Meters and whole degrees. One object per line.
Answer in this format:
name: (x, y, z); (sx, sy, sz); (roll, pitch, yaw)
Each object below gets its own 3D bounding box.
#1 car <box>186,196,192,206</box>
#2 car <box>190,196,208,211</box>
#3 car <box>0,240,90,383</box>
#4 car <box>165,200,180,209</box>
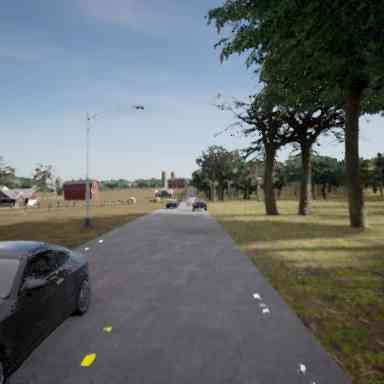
car: (0.003, 1.870, 61.349); (1.812, 1.442, 4.674); (0, -1, 0)
car: (0.964, 1.641, 42.726); (1.837, 1.490, 4.892); (0, -1, 0)
car: (-2.850, 1.509, 4.744); (1.812, 1.442, 4.674); (0, 0, 0)
car: (-2.818, 1.797, 48.407); (1.895, 1.301, 4.718); (0, -1, 0)
